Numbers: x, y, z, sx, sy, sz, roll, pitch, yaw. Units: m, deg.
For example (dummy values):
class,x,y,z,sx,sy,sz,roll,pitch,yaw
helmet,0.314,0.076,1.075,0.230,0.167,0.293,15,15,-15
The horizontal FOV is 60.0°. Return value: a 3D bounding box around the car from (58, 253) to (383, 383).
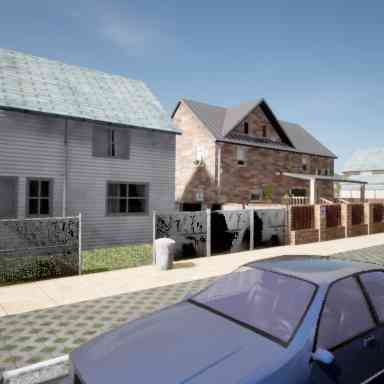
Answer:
class,x,y,z,sx,sy,sz,roll,pitch,yaw
car,1.342,1.549,4.039,5.357,1.411,2.033,0,0,-36
